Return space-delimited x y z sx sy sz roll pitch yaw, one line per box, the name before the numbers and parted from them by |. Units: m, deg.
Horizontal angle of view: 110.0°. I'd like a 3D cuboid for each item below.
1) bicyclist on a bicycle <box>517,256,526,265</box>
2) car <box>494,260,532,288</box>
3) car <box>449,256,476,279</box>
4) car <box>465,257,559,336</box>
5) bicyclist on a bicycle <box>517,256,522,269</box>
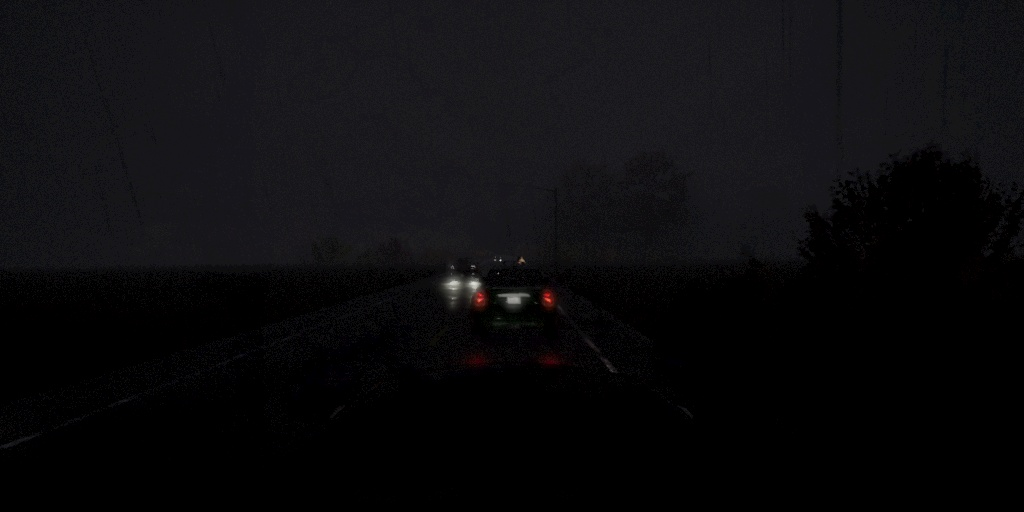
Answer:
bicyclist on a bicycle | 0.919 0.866 34.734 0.866 1.612 1.509 0 1 0
car | 0.060 1.039 22.721 2.128 1.511 4.902 0 1 0
car | -3.650 0.841 28.609 2.097 1.767 4.553 0 1 0
car | 0.086 1.019 10.283 2.097 1.767 4.553 0 1 1
bicyclist on a bicycle | 0.883 0.796 43.732 0.582 1.620 1.656 0 0 0
